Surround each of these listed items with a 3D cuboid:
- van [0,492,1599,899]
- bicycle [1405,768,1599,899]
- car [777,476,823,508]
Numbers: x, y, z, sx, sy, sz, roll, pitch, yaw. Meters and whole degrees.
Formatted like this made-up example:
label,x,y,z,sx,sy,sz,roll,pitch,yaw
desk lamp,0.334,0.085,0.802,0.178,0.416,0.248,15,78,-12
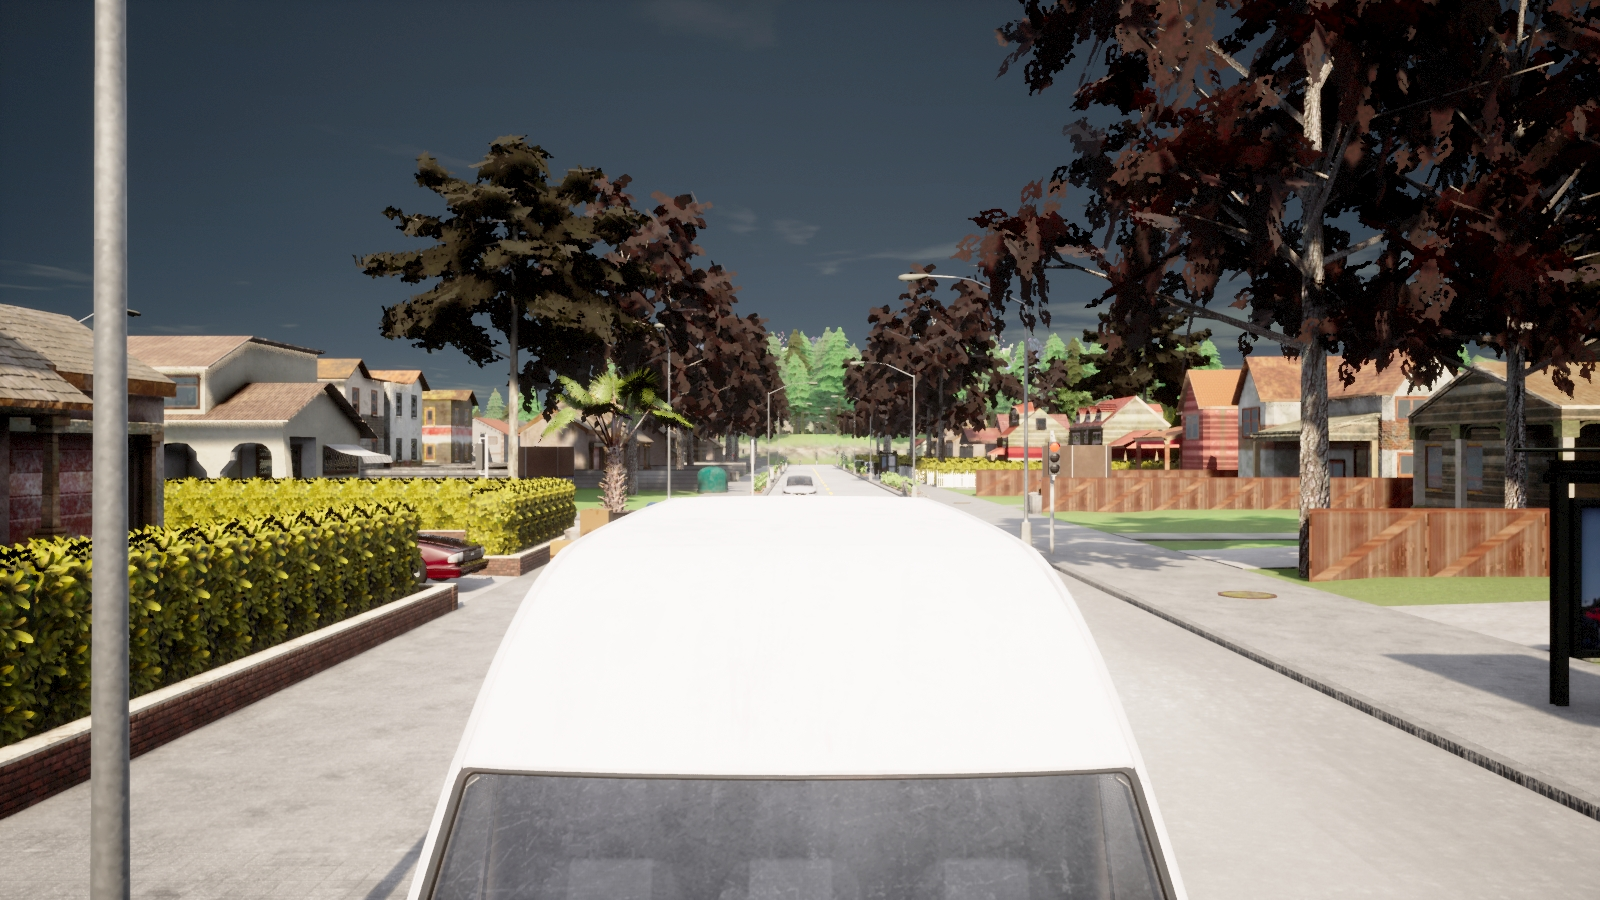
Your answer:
label,x,y,z,sx,sy,sz,roll,pitch,yaw
van,0.002,1.537,4.030,1.988,2.561,5.915,0,0,0
bicycle,2.687,2.062,3.843,0.329,1.471,1.835,0,0,0
car,-0.012,2.085,58.039,2.231,1.480,4.892,0,0,0
